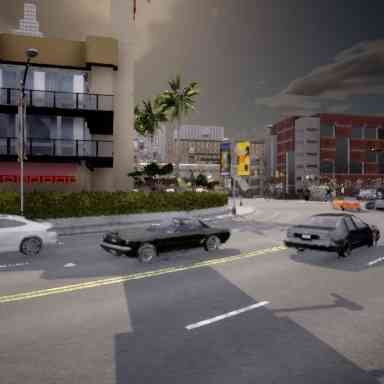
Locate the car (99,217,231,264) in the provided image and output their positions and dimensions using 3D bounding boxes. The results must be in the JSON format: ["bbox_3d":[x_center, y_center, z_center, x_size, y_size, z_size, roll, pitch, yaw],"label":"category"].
[{"bbox_3d":[-0.828,1.592,12.012,4.718,1.301,1.895,0,0,-42],"label":"car"}]

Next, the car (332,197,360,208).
[{"bbox_3d":[18.649,1.334,40.467,2.097,1.767,4.553,0,0,7],"label":"car"}]

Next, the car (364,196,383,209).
[{"bbox_3d":[22.040,1.548,39.408,1.994,1.385,4.181,0,0,7],"label":"car"}]

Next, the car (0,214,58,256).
[{"bbox_3d":[-7.139,1.514,11.465,4.674,1.442,1.812,0,0,-38],"label":"car"}]

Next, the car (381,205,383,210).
[{"bbox_3d":[7.957,1.349,10.552,4.553,1.767,2.097,0,0,-44],"label":"car"}]

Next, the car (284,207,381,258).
[{"bbox_3d":[5.590,1.541,12.938,2.033,1.411,5.357,0,0,45],"label":"car"}]
